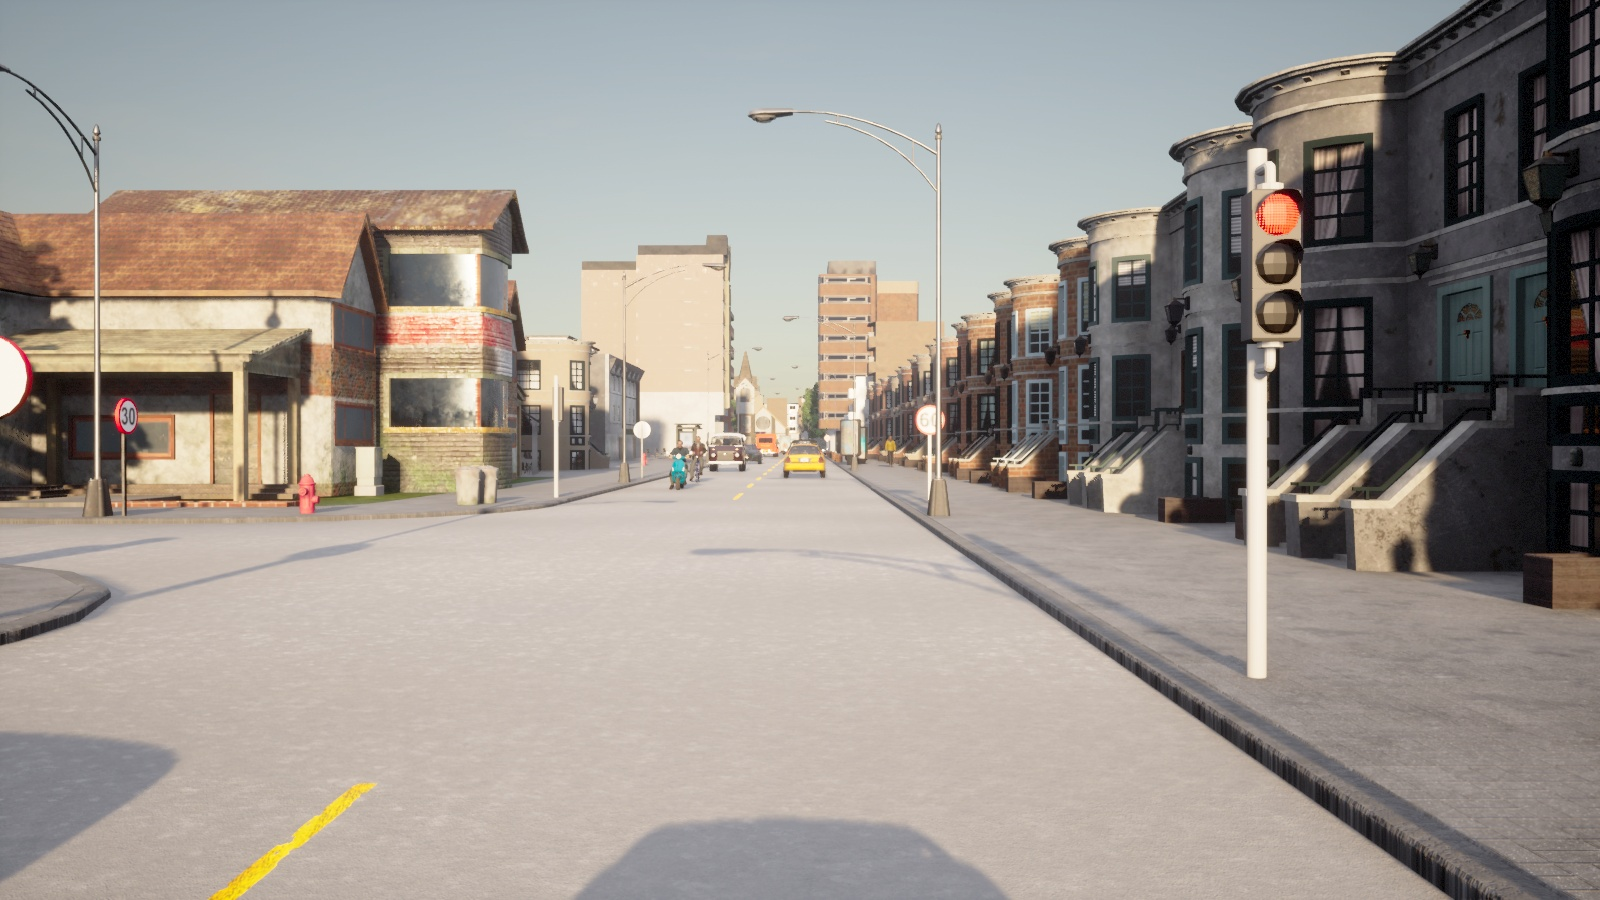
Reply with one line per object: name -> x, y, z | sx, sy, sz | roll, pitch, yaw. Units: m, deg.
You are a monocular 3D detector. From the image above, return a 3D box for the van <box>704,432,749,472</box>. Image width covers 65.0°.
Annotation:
van -> -3.767, 0.098, 65.338 | 2.069, 2.038, 4.480 | 0, 0, 0

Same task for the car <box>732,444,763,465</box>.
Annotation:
car -> -3.682, 0.309, 88.219 | 1.994, 1.385, 4.181 | 0, 0, 0

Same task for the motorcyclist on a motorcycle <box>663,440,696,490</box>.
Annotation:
motorcyclist on a motorcycle -> -3.856, 0.469, 40.343 | 0.866, 1.590, 1.817 | 0, 0, 0

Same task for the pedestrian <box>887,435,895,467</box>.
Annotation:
pedestrian -> 5.139, 0.060, 70.904 | 0.431, 1.840, 0.709 | 0, 0, 0

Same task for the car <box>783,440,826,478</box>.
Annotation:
car -> 0.196, 0.374, 55.114 | 1.801, 1.575, 5.366 | 0, 0, 0
